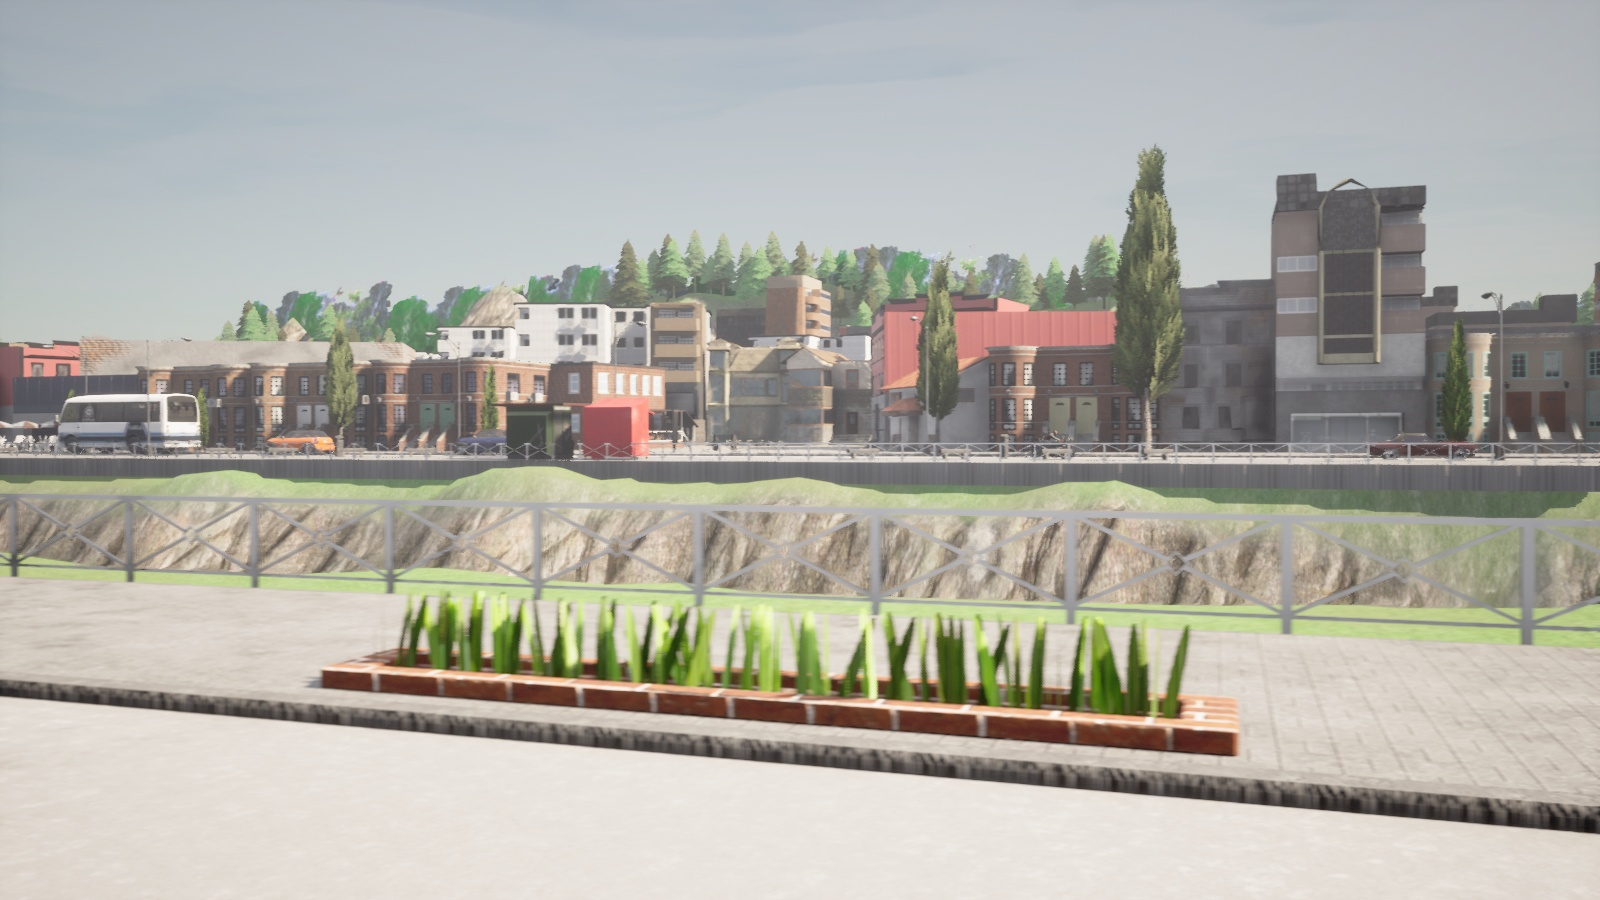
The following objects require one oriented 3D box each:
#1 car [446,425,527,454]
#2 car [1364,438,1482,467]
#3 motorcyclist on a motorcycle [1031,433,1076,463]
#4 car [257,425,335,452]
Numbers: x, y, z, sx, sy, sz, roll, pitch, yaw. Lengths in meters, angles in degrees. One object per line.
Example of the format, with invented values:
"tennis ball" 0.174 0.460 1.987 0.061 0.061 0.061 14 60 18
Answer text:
"car" -19.895 -0.667 79.726 4.553 1.767 2.097 1 1 19
"car" 29.191 0.092 59.013 4.718 1.301 1.895 1 1 19
"motorcyclist on a motorcycle" 13.013 -0.122 64.450 2.191 1.530 0.866 1 1 19
"car" -33.868 -0.794 84.423 4.553 1.767 2.097 1 1 19
